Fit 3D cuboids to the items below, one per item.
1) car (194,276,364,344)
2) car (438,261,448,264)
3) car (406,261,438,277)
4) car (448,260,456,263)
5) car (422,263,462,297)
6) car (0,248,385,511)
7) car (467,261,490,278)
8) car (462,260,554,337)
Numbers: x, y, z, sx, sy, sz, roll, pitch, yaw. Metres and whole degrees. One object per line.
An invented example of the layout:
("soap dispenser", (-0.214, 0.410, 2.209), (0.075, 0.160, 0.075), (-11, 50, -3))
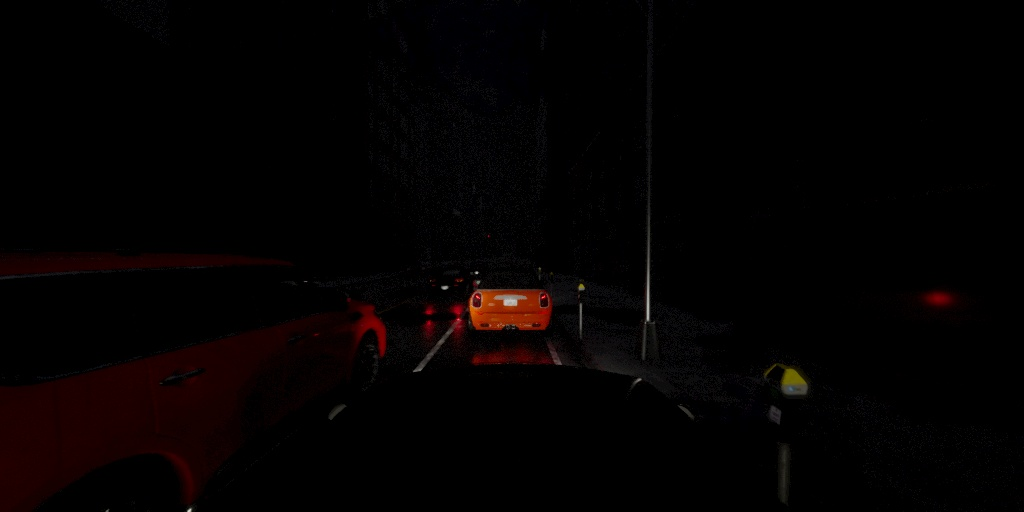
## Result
("car", (-6.245, 1.349, 10.474), (1.895, 1.301, 4.718), (0, 0, 0))
("car", (-8.909, 1.317, 40.439), (1.948, 1.339, 4.313), (0, 0, 0))
("car", (-8.909, 1.189, 34.934), (1.967, 1.591, 4.097), (0, 0, 0))
("car", (-8.909, 1.304, 45.944), (2.007, 1.370, 4.403), (0, 0, 0))
("car", (-3.045, 1.274, 18.582), (1.812, 1.442, 4.674), (0, 0, 0))
("car", (-3.043, 0.972, 3.233), (2.150, 2.045, 5.566), (0, 0, 0))
("car", (-3.145, 1.253, 34.522), (1.837, 1.490, 4.892), (0, 0, 0))
("car", (-0.032, 1.101, 10.472), (2.097, 1.767, 4.553), (0, 0, 0))
